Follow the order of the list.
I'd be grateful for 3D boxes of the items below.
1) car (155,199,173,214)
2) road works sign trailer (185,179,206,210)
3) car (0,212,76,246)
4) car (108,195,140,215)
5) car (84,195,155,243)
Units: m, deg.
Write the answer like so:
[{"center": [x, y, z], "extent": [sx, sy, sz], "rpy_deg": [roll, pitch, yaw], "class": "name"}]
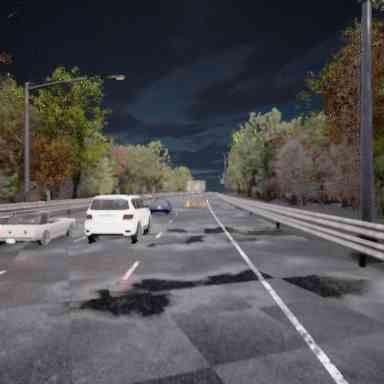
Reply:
[{"center": [-3.047, 1.417, 33.433], "extent": [1.994, 1.385, 4.181], "rpy_deg": [0, 0, 1], "class": "car"}, {"center": [0.491, 0.284, 40.174], "extent": [2.380, 3.560, 2.880], "rpy_deg": [0, 0, 2], "class": "road works sign trailer"}, {"center": [-6.810, 1.548, 14.753], "extent": [1.895, 1.301, 4.718], "rpy_deg": [0, 0, 0], "class": "car"}, {"center": [-6.563, 1.210, 32.621], "extent": [2.097, 1.767, 4.553], "rpy_deg": [0, 0, 1], "class": "car"}, {"center": [-3.322, 1.156, 15.824], "extent": [2.150, 2.045, 5.566], "rpy_deg": [0, 0, 1], "class": "car"}]
